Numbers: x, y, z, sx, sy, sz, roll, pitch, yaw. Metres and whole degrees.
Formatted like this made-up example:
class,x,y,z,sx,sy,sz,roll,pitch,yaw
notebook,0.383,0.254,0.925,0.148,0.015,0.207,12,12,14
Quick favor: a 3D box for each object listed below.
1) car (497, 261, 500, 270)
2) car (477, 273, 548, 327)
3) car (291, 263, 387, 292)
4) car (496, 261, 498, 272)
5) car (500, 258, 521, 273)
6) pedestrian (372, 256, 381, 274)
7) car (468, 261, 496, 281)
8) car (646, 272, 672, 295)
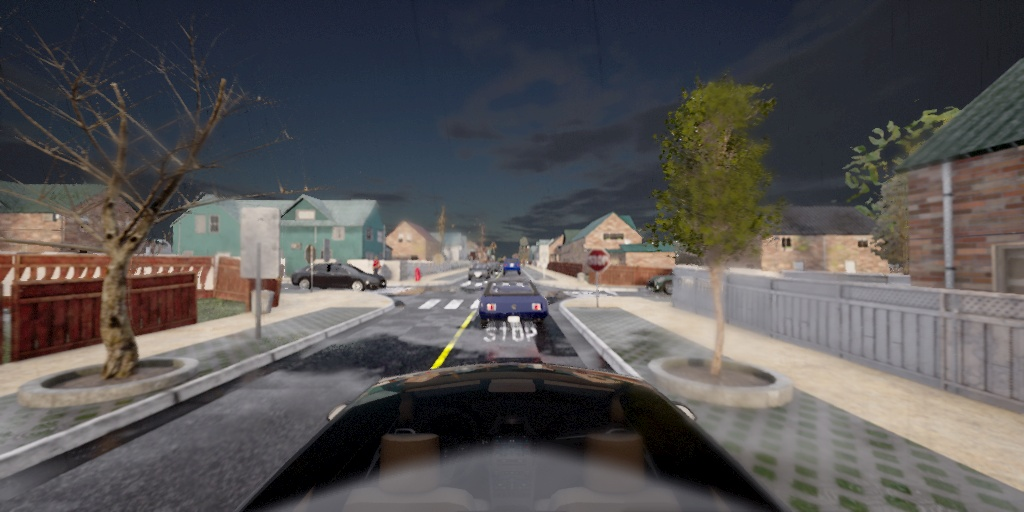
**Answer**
class,x,y,z,sx,sy,sz,roll,pitch,yaw
car,-3.005,1.604,52.633,1.837,1.490,4.892,0,0,0
car,-0.108,1.408,11.781,1.895,1.301,4.718,0,0,-4
car,-9.220,1.150,19.278,4.892,1.490,1.837,2,-1,6
car,-2.973,1.617,42.511,1.895,1.301,4.718,0,0,0
car,-0.030,1.265,46.032,2.150,2.045,5.566,0,0,0
pedestrian,-9.703,0.914,25.595,0.375,1.860,0.375,0,-3,0
car,-2.946,1.438,33.211,2.128,1.511,4.902,0,0,0
car,10.942,1.524,22.709,4.553,1.767,2.097,1,-1,-1
